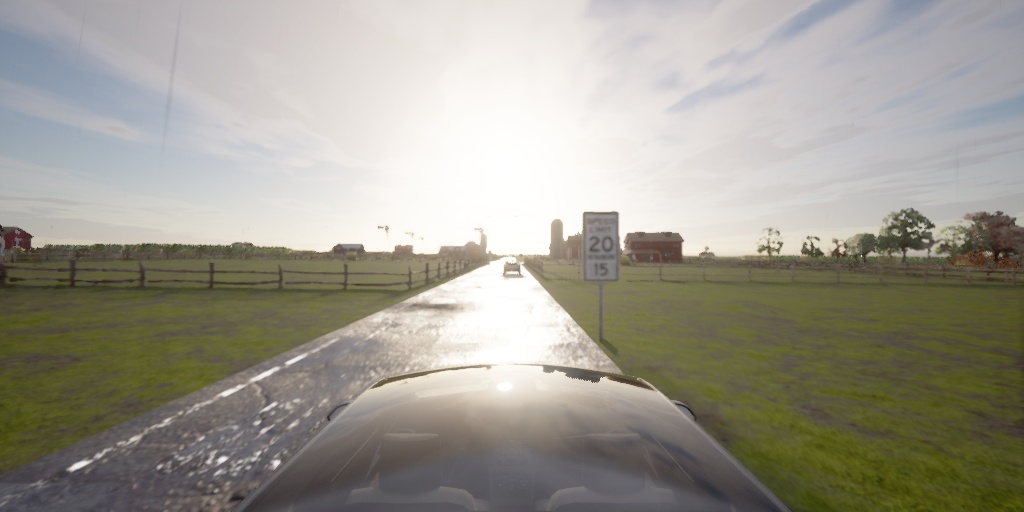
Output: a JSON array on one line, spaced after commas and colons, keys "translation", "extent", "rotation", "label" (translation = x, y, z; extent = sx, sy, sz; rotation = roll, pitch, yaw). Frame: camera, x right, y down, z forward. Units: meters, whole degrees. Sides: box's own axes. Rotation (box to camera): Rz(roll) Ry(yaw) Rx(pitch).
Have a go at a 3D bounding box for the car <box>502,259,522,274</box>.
[{"translation": [0.018, 1.099, 37.304], "extent": [2.128, 1.511, 4.902], "rotation": [0, 0, 0], "label": "car"}]
